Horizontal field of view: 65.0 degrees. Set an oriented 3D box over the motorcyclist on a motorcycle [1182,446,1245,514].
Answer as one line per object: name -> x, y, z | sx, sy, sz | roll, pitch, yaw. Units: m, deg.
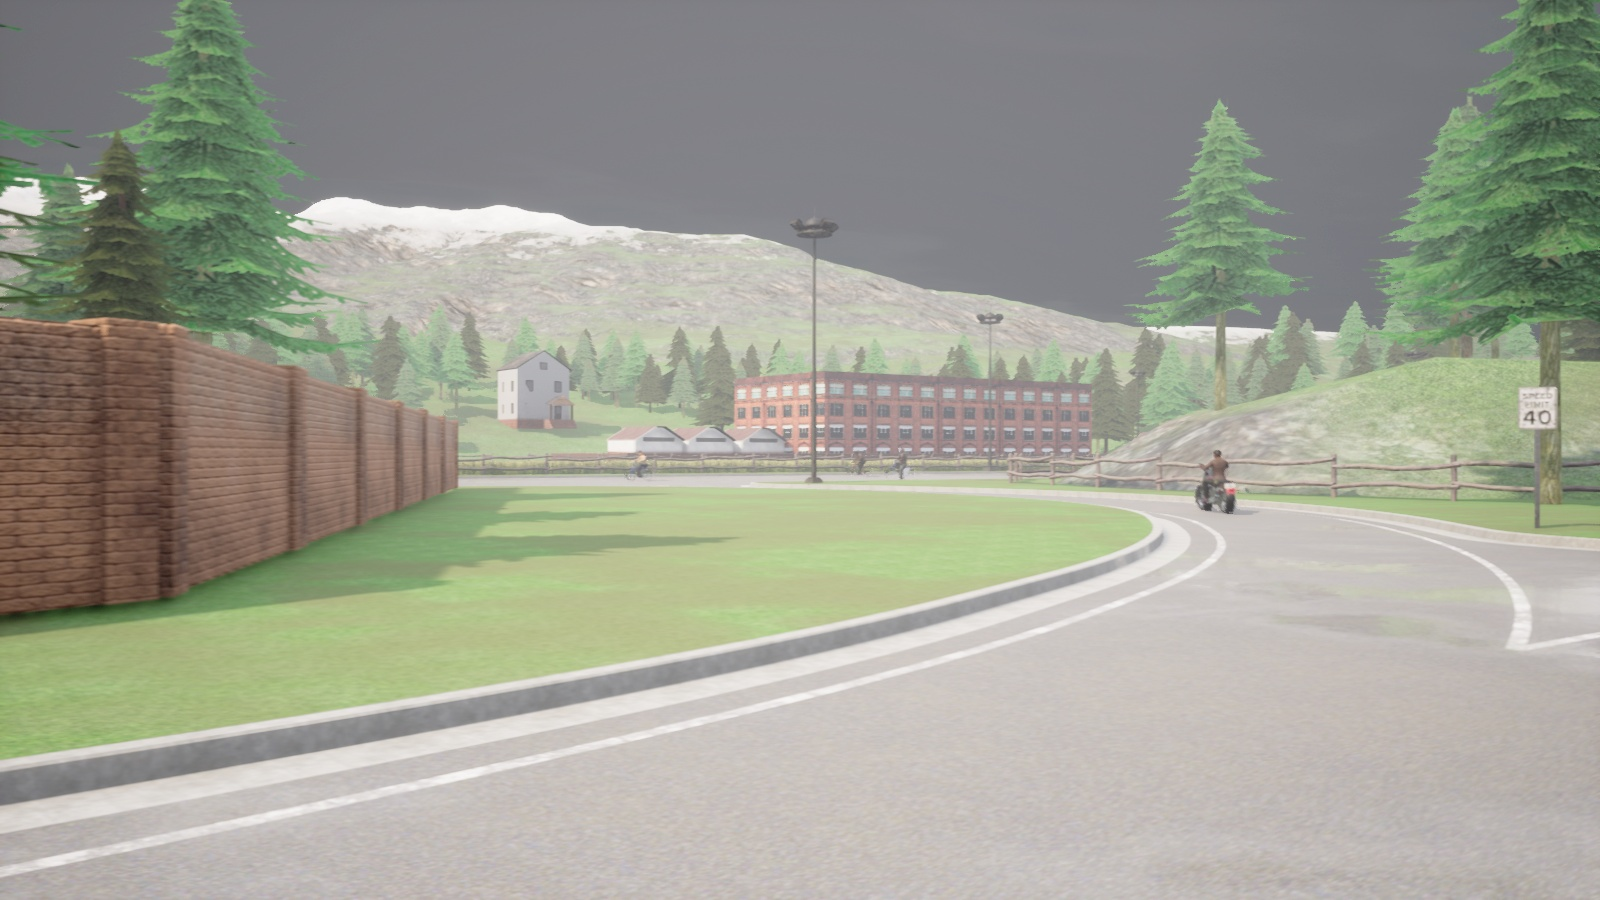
motorcyclist on a motorcycle -> 10.495, 0.751, 31.971 | 0.766, 1.649, 2.350 | -1, 0, -1
